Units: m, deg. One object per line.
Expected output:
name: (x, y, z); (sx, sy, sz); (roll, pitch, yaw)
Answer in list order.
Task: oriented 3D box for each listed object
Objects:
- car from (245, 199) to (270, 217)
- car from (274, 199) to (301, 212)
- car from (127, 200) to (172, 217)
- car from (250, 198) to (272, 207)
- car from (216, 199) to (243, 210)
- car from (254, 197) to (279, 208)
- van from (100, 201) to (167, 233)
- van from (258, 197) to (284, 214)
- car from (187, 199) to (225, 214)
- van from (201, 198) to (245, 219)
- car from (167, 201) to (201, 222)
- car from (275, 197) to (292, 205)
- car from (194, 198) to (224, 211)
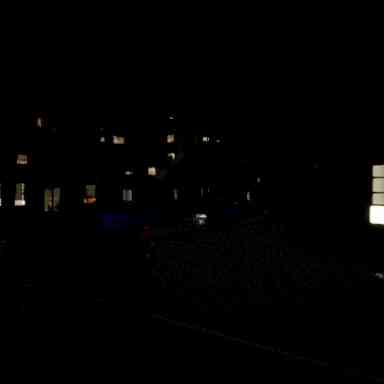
car: (5.914, 1.697, 33.715); (1.887, 1.381, 4.507); (0, 0, 35)
car: (12.366, 1.714, 42.888); (1.752, 1.417, 4.829); (0, 0, 35)
car: (-4.205, 1.622, 33.896); (1.752, 1.417, 4.829); (0, 0, 35)
car: (11.777, 1.733, 56.617); (1.887, 1.381, 4.507); (0, 0, 35)
car: (5.423, 1.694, 47.585); (1.887, 1.381, 4.507); (0, 0, 35)
car: (11.670, 1.626, 51.785); (2.128, 1.511, 4.902); (0, 0, 35)
van: (-3.616, 1.446, 20.167); (1.690, 1.788, 3.998); (0, 0, 35)
van: (9.091, 1.511, 38.233); (1.690, 1.788, 3.998); (0, 0, 35)
car: (1.717, 1.606, 37.798); (1.882, 1.535, 5.008); (0, 0, 35)
van: (2.738, 1.477, 29.200); (1.690, 1.788, 3.998); (0, 0, 35)
car: (-1.585, 1.627, 27.727); (1.837, 1.490, 4.892); (0, 0, 35)
car: (18.130, 1.774, 65.650); (1.887, 1.381, 4.507); (0, 0, 35)
car: (2.247, 1.571, 43.069); (1.967, 1.590, 4.097); (0, 0, 35)
